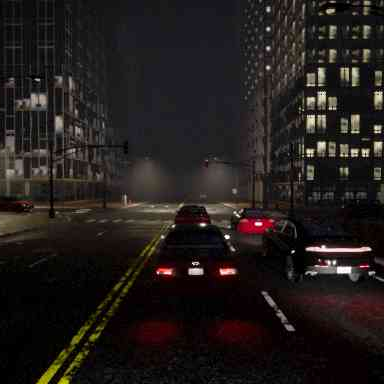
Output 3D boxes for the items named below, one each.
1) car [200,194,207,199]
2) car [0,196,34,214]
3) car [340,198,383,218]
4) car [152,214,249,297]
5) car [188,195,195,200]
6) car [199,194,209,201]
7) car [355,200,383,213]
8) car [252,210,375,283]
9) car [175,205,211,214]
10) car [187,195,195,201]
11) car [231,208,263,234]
[{"bbox_3d":[3.026,1.266,91.407,1.812,1.442,4.674,0,0,0],"label":"car"},{"bbox_3d":[-18.289,1.206,33.294,4.553,1.767,2.097,1,1,1],"label":"car"},{"bbox_3d":[16.128,1.519,30.232,5.009,1.841,2.192,1,0,1],"label":"car"},{"bbox_3d":[0.080,1.544,8.764,2.033,1.411,5.357,0,0,0],"label":"car"},{"bbox_3d":[-0.228,1.459,92.866,1.994,1.385,4.181,0,0,0],"label":"car"},{"bbox_3d":[3.051,1.513,81.434,1.895,1.301,4.718,0,0,0],"label":"car"},{"bbox_3d":[21.716,1.642,38.532,4.829,1.417,1.752,1,0,1],"label":"car"},{"bbox_3d":[3.325,1.487,9.679,2.128,1.511,4.902,0,0,0],"label":"car"},{"bbox_3d":[0.059,1.468,18.585,1.882,1.535,5.008,0,0,1],"label":"car"},{"bbox_3d":[-0.203,1.519,82.776,1.895,1.301,4.718,0,0,0],"label":"car"},{"bbox_3d":[3.304,1.554,18.480,1.994,1.385,4.181,0,0,0],"label":"car"}]
